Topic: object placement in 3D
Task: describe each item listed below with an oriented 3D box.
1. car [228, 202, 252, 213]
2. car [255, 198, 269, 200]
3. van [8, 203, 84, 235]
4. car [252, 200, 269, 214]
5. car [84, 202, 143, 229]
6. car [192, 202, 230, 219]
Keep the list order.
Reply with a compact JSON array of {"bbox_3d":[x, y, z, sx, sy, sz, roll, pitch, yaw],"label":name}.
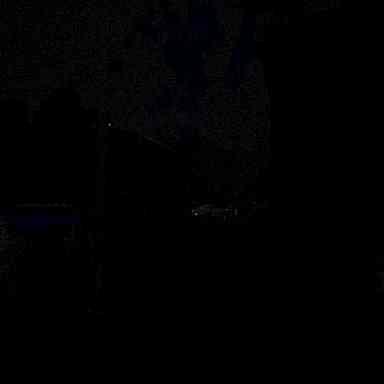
[{"bbox_3d":[6.005,2.118,46.069,1.837,1.490,4.892,2,0,36],"label":"car"},{"bbox_3d":[11.947,1.985,54.457,2.150,2.045,5.566,2,0,36],"label":"car"},{"bbox_3d":[-9.077,1.615,20.497,1.690,1.788,3.998,1,0,36],"label":"van"},{"bbox_3d":[9.765,2.265,46.895,1.887,1.381,4.507,1,0,36],"label":"car"},{"bbox_3d":[-5.936,1.660,24.897,2.192,1.841,5.009,1,0,36],"label":"car"},{"bbox_3d":[1.776,2.053,35.491,1.812,1.442,4.674,2,0,36],"label":"car"}]
